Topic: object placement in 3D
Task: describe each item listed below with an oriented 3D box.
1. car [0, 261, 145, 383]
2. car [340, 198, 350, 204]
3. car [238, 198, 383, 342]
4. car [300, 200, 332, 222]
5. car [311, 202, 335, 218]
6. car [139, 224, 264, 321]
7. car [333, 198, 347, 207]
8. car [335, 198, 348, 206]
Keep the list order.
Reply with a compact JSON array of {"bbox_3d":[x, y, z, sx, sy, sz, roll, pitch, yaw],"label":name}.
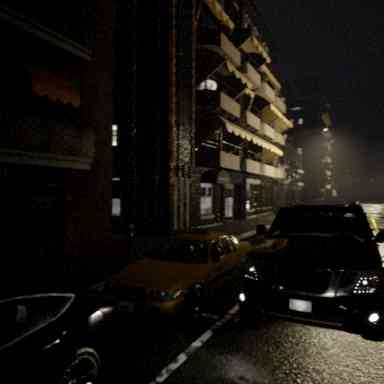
[{"bbox_3d":[-2.453,1.549,2.575,1.947,1.339,4.313,0,0,27],"label":"car"},{"bbox_3d":[34.230,1.926,74.455,1.802,1.307,4.206,0,0,27],"label":"car"},{"bbox_3d":[2.778,1.245,7.109,2.150,2.045,5.566,0,0,27],"label":"car"},{"bbox_3d":[10.402,1.541,27.723,1.967,1.590,4.097,0,0,27],"label":"car"},{"bbox_3d":[12.971,1.707,32.752,1.802,1.307,4.206,0,0,27],"label":"car"},{"bbox_3d":[0.041,1.530,7.454,1.752,1.417,4.829,0,0,27],"label":"car"},{"bbox_3d":[25.825,1.805,57.901,2.008,1.369,4.403,0,0,27],"label":"car"},{"bbox_3d":[28.396,1.833,62.930,2.008,1.369,4.403,0,0,27],"label":"car"}]
